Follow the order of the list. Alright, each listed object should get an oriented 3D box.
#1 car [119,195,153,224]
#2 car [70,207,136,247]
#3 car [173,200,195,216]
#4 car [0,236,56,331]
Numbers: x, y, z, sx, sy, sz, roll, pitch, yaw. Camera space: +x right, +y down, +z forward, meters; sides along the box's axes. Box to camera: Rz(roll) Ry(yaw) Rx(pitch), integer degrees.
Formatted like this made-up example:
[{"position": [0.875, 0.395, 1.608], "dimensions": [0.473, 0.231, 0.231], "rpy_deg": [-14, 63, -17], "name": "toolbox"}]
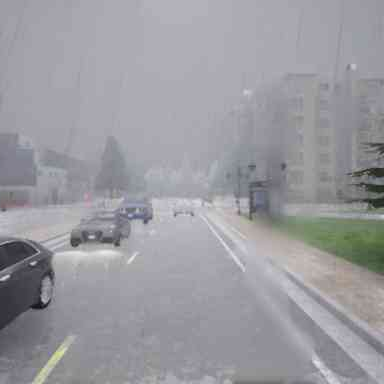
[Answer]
[{"position": [-4.230, 1.241, 25.387], "dimensions": [2.150, 2.045, 5.566], "rpy_deg": [0, 0, -1], "name": "car"}, {"position": [-3.983, 1.583, 15.071], "dimensions": [1.994, 1.385, 4.181], "rpy_deg": [0, 0, -1], "name": "car"}, {"position": [-0.826, 1.530, 32.028], "dimensions": [1.812, 1.442, 4.674], "rpy_deg": [0, 0, -2], "name": "car"}, {"position": [-3.715, 1.523, 5.110], "dimensions": [1.837, 1.490, 4.892], "rpy_deg": [0, 0, -2], "name": "car"}]
